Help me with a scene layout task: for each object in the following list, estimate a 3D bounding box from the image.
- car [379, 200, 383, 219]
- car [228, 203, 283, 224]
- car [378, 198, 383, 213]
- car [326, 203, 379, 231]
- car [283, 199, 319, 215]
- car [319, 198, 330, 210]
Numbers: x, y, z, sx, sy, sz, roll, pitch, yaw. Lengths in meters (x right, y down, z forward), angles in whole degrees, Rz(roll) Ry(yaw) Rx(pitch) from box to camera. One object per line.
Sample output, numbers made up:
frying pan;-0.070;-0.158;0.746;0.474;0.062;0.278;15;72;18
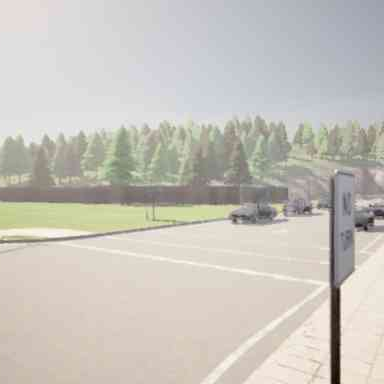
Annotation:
car;16.159;1.600;29.081;1.895;1.301;4.718;0;0;36
car;4.783;1.547;25.360;2.033;1.411;5.357;0;0;36
car;22.825;1.476;38.192;1.882;1.535;5.008;0;0;36
car;10.096;1.563;20.767;1.994;1.385;4.181;0;0;36
car;10.652;1.491;33.401;2.128;1.511;4.902;0;0;36
car;17.597;1.502;42.899;1.837;1.490;4.892;0;1;36
